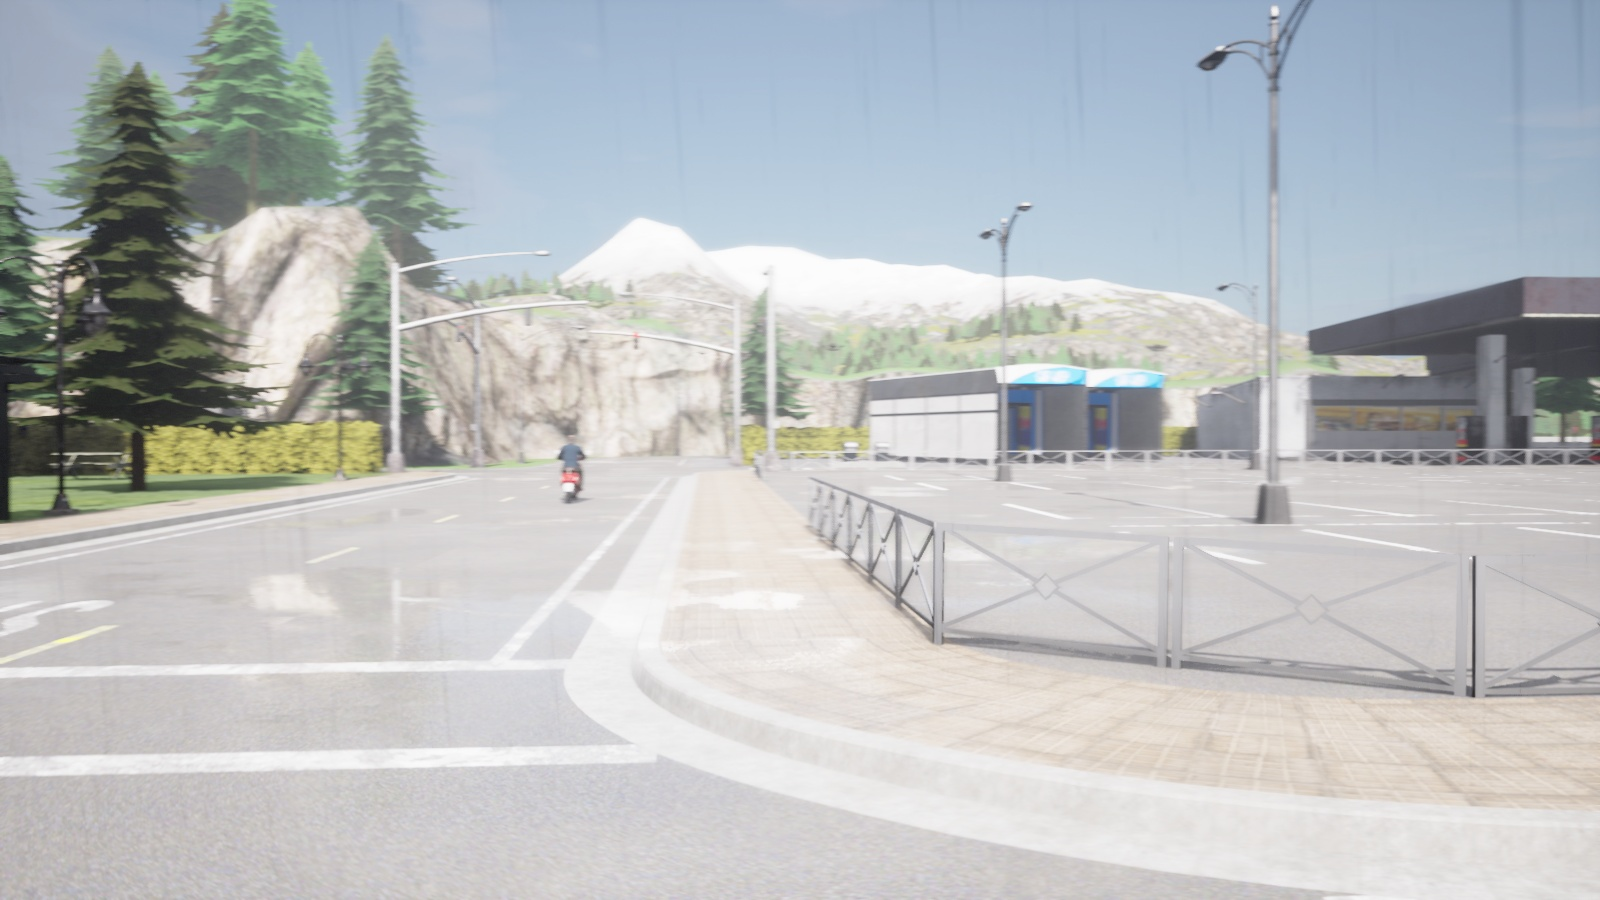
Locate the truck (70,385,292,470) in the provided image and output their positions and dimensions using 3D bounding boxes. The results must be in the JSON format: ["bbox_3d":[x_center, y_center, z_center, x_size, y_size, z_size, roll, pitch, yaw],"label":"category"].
[{"bbox_3d":[-26.119,-0.938,53.337,7.936,3.462,2.891,0,1,-5],"label":"truck"}]

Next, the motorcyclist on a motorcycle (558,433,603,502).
[{"bbox_3d":[-5.225,0.396,30.002,0.866,1.590,1.817,0,1,-4],"label":"motorcyclist on a motorcycle"}]
